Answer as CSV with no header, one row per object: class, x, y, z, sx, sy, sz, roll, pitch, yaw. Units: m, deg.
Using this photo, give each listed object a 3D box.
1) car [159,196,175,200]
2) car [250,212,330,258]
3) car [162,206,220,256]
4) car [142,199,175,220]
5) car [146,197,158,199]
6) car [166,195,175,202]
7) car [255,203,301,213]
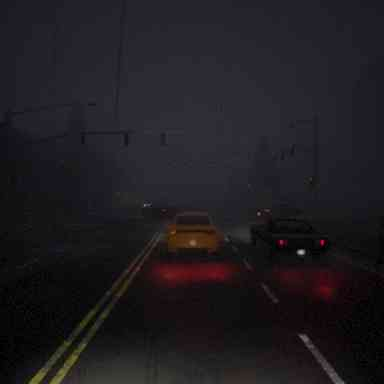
car,-5.077,1.882,68.227,1.994,1.385,4.181,0,0,-1
car,3.531,1.664,12.980,1.895,1.301,4.718,0,0,0
car,0.031,1.543,13.419,1.882,1.535,5.008,0,-1,0
car,-2.896,1.671,30.082,1.812,1.442,4.674,1,-1,-32
car,-8.576,1.828,68.135,1.837,1.490,4.892,0,0,-1
car,-5.510,1.718,84.716,2.097,1.767,4.553,0,0,-2
car,7.558,1.666,29.111,4.674,1.442,1.812,0,-2,-33
